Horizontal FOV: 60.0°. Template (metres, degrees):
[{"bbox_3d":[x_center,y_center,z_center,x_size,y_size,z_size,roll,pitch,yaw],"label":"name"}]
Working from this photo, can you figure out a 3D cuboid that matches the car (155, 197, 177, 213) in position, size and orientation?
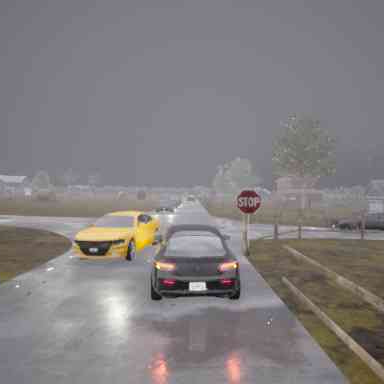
[{"bbox_3d":[-2.939,1.529,37.139,1.837,1.490,4.892,0,0,0],"label":"car"}]

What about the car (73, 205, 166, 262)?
[{"bbox_3d":[-2.593,1.483,12.521,1.882,1.535,5.008,-1,0,9],"label":"car"}]

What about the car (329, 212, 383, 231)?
[{"bbox_3d":[12.687,2.105,23.595,5.357,1.411,2.033,2,0,-2],"label":"car"}]

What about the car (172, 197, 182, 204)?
[{"bbox_3d":[-2.943,1.664,65.973,1.895,1.301,4.718,0,0,0],"label":"car"}]

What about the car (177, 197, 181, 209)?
[{"bbox_3d":[-2.953,1.596,46.284,1.994,1.385,4.181,0,0,0],"label":"car"}]

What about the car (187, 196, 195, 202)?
[{"bbox_3d":[-0.192,1.563,78.464,1.882,1.535,5.008,0,0,0],"label":"car"}]

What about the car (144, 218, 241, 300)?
[{"bbox_3d":[0.027,1.528,8.265,1.812,1.442,4.674,0,0,-2],"label":"car"}]
